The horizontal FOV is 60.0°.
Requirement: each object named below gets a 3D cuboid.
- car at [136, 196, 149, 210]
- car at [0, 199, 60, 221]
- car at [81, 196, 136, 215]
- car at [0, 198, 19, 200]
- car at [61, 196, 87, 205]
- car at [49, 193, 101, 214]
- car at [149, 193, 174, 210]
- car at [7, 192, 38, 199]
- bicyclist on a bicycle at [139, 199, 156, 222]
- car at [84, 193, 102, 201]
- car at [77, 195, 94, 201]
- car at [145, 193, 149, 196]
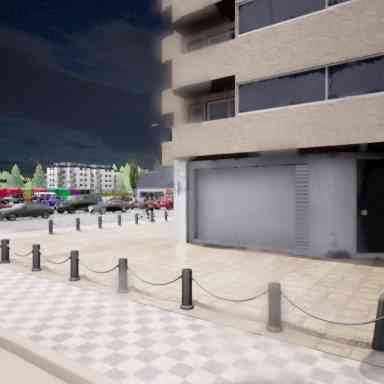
[{"bbox_3d":[-6.518,1.616,44.642,1.994,1.385,4.181,0,0,35],"label":"car"},{"bbox_3d":[-13.946,1.578,27.910,1.812,1.442,4.674,0,0,35],"label":"car"},{"bbox_3d":[-8.789,1.544,35.312,2.128,1.511,4.902,0,0,35],"label":"car"},{"bbox_3d":[-17.953,1.530,28.322,1.882,1.535,5.008,0,0,35],"label":"car"},{"bbox_3d":[-20.771,1.445,58.501,1.970,1.475,3.806,0,0,35],"label":"car"},{"bbox_3d":[-12.254,1.274,36.466,2.150,2.045,5.566,0,0,35],"label":"car"},{"bbox_3d":[-2.659,1.274,44.055,2.150,2.045,5.566,0,0,35],"label":"car"},{"bbox_3d":[-34.634,1.201,68.163,1.932,1.855,4.605,0,0,35],"label":"car"},{"bbox_3d":[-3.263,1.355,24.055,1.656,1.620,0.582,0,0,35],"label":"bicyclist on a bicycle"},{"bbox_3d":[-24.556,1.204,82.495,1.905,1.878,3.866,0,0,35],"label":"car"},{"bbox_3d":[-26.917,1.443,84.172,1.970,1.475,3.806,0,0,35],"label":"car"},{"bbox_3d":[-8.496,1.206,71.219,1.905,1.878,3.866,0,0,35],"label":"car"}]
